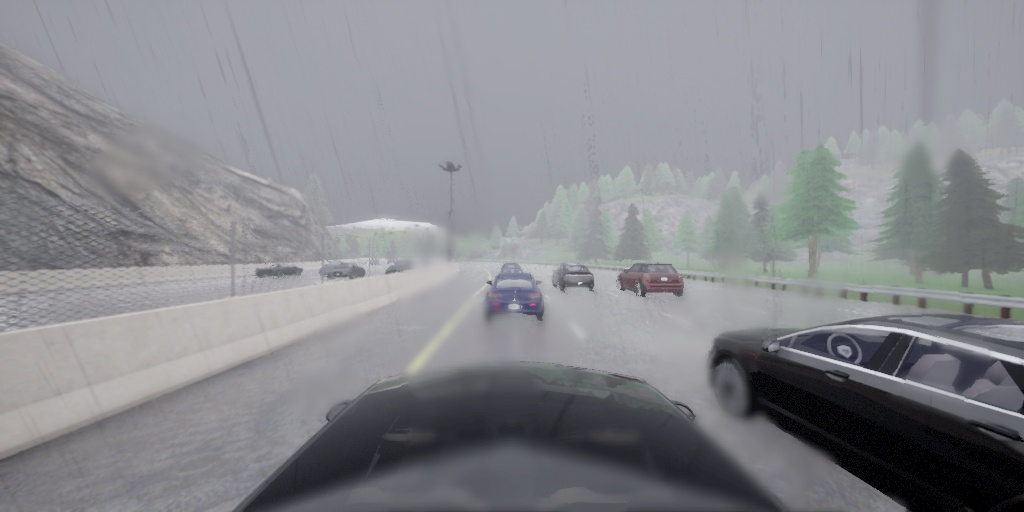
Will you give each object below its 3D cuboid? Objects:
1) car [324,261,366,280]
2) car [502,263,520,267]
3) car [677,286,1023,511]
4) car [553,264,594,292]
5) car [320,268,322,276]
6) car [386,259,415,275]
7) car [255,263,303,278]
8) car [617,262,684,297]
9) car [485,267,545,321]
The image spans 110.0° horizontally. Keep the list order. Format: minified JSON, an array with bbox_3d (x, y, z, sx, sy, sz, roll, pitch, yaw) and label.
[{"bbox_3d":[-14.387,1.313,31.422,1.994,1.385,4.181,0,0,-3],"label":"car"},{"bbox_3d":[-0.105,1.297,30.446,2.033,1.411,5.357,0,0,-2],"label":"car"},{"bbox_3d":[3.600,1.242,2.970,2.128,1.511,4.902,0,0,0],"label":"car"},{"bbox_3d":[3.582,1.241,21.418,2.128,1.511,4.902,0,0,0],"label":"car"},{"bbox_3d":[-18.261,1.274,37.396,1.812,1.442,4.674,0,0,-5],"label":"car"},{"bbox_3d":[-11.119,1.296,36.050,2.033,1.411,5.357,0,0,-4],"label":"car"},{"bbox_3d":[-21.467,1.350,33.235,1.895,1.301,4.718,0,0,-3],"label":"car"},{"bbox_3d":[7.100,1.102,18.839,2.097,1.767,4.553,0,0,0],"label":"car"},{"bbox_3d":[0.088,1.275,12.346,1.812,1.442,4.674,0,0,0],"label":"car"}]
